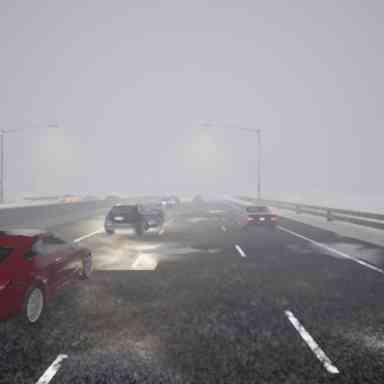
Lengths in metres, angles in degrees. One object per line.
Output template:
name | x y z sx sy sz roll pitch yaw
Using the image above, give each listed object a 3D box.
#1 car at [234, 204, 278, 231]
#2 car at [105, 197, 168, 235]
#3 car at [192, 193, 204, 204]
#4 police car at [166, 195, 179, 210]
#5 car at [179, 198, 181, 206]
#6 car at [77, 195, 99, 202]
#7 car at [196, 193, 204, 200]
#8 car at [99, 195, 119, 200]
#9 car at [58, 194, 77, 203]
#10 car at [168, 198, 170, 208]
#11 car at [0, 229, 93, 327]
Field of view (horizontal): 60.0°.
car | 3.730 1.457 20.075 2.033 1.411 5.357 0 0 1
car | -3.113 1.345 18.369 2.033 1.649 4.856 -1 0 11
car | 1.033 1.298 59.762 1.812 1.442 4.674 0 0 2
police car | -3.030 1.339 39.707 2.038 1.542 4.974 0 0 1
car | -2.739 1.229 50.671 2.033 1.649 4.856 0 0 2
car | -16.671 1.252 54.612 1.882 1.535 5.008 0 0 2
car | 1.932 1.128 81.782 1.837 1.490 4.892 0 0 2
car | -13.177 1.255 54.493 1.882 1.535 5.008 0 0 2
car | -20.178 1.124 54.449 2.097 1.767 4.553 0 0 2
car | -3.251 1.473 28.771 1.895 1.301 4.718 0 0 1
car | -3.486 1.491 6.806 1.812 1.442 4.674 0 0 0
